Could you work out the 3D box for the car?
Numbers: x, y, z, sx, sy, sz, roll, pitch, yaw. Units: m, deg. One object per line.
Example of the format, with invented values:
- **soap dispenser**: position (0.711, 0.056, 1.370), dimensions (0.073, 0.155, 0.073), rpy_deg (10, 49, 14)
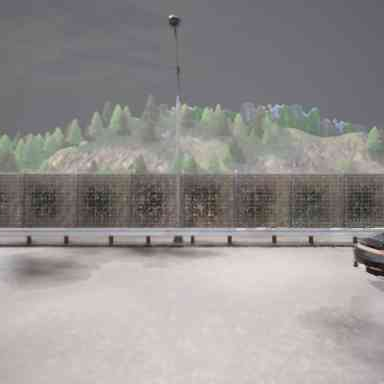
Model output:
- **car**: position (6.257, 1.486, 7.527), dimensions (4.902, 1.511, 2.128), rpy_deg (0, 0, 0)
